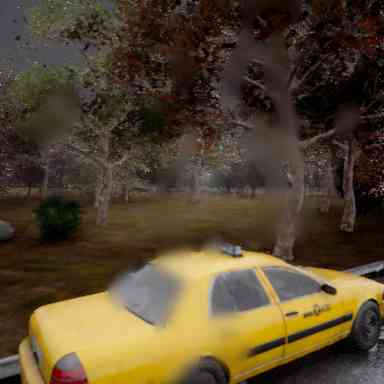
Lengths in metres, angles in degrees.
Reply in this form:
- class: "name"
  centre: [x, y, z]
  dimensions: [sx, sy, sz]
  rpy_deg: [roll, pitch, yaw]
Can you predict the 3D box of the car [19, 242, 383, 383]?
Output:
- class: "car"
  centre: [0.693, 1.465, 4.543]
  dimensions: [5.366, 1.575, 1.946]
  rpy_deg: [0, 0, -33]
